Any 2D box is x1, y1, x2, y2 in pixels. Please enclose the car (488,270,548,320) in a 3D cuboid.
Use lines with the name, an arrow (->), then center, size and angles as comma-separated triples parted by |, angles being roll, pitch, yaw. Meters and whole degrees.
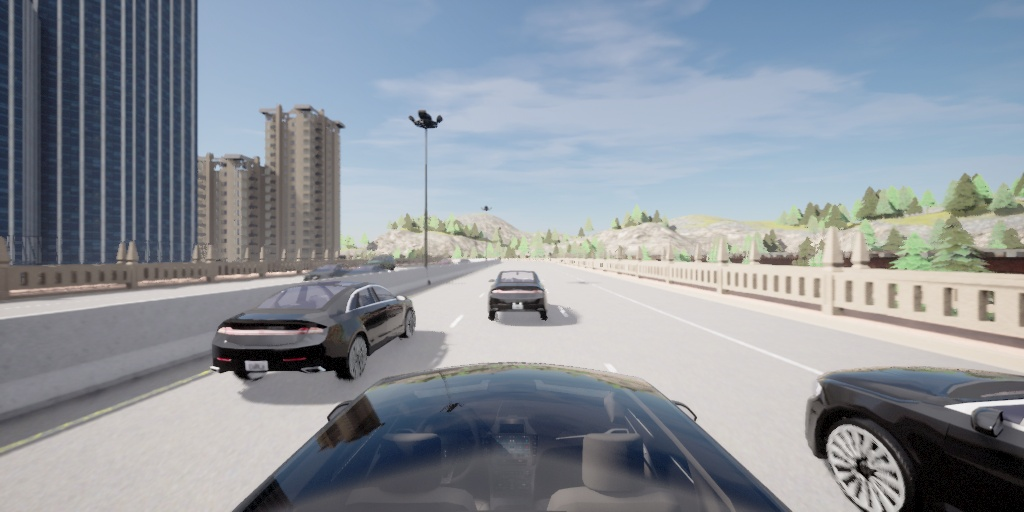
car -> 0.208, 1.246, 12.687 | 2.128, 1.511, 4.902 | 0, 0, 1

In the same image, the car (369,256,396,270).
car -> -16.585, 0.993, 45.424 | 2.150, 2.045, 5.566 | 0, 0, 2

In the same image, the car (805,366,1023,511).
car -> 3.601, 1.241, 1.287 | 2.128, 1.511, 4.902 | 0, 0, 0

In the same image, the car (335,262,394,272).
car -> -10.192, 1.324, 25.139 | 1.994, 1.385, 4.181 | 0, 0, 2

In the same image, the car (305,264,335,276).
car -> -13.640, 1.325, 26.934 | 1.994, 1.385, 4.181 | 0, 0, 2

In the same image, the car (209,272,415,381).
car -> -3.369, 1.244, 7.183 | 2.128, 1.511, 4.902 | 0, 0, 0
